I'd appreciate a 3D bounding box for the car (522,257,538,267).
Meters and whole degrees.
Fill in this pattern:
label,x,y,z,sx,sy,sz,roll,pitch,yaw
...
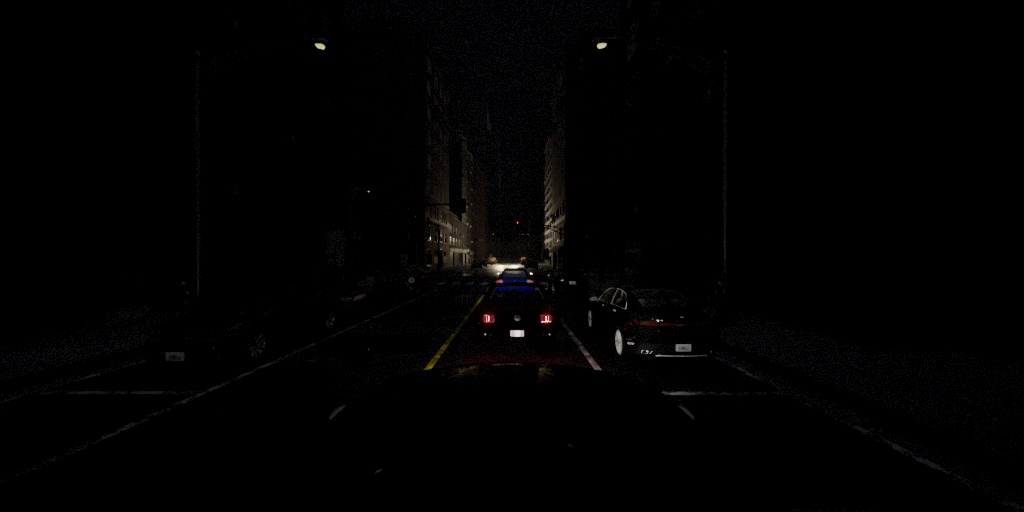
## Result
label,x,y,z,sx,sy,sz,roll,pitch,yaw
car,3.048,1.225,56.264,1.967,1.591,4.097,0,0,0

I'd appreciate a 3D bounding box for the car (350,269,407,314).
label,x,y,z,sx,sy,sz,roll,pitch,yaw
car,-5.635,1.332,13.698,1.802,1.307,4.207,0,0,0

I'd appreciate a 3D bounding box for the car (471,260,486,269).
label,x,y,z,sx,sy,sz,roll,pitch,yaw
car,-5.477,1.367,56.301,1.802,1.307,4.207,0,0,0

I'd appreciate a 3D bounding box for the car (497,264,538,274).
label,x,y,z,sx,sy,sz,roll,pitch,yaw
car,0.145,1.314,18.556,1.994,1.385,4.181,0,0,1

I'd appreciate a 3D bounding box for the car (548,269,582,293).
label,x,y,z,sx,sy,sz,roll,pitch,yaw
car,2.907,1.316,19.175,1.948,1.339,4.313,0,0,0

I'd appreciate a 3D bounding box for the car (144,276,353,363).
label,x,y,z,sx,sy,sz,roll,pitch,yaw
car,-5.650,1.315,8.197,1.948,1.339,4.313,0,0,0

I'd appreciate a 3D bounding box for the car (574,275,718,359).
label,x,y,z,sx,sy,sz,roll,pitch,yaw
car,2.875,1.300,8.172,2.007,1.370,4.403,0,0,0

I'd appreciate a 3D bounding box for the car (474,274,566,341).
label,x,y,z,sx,sy,sz,roll,pitch,yaw
car,0.118,1.351,9.797,1.895,1.301,4.718,0,0,0

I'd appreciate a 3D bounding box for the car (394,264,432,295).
label,x,y,z,sx,sy,sz,roll,pitch,yaw
car,-5.619,1.190,19.200,1.967,1.591,4.097,0,0,0
